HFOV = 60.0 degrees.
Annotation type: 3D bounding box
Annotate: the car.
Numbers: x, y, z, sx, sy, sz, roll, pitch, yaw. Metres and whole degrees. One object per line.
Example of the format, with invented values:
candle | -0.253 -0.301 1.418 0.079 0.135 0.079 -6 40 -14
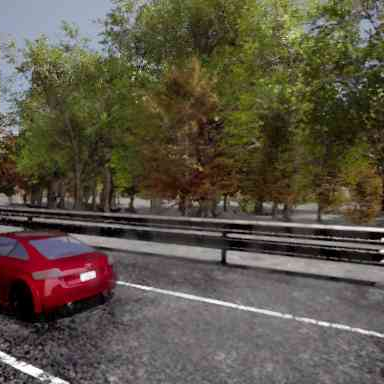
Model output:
car | -3.632 1.521 7.256 4.181 1.385 1.994 0 0 32
